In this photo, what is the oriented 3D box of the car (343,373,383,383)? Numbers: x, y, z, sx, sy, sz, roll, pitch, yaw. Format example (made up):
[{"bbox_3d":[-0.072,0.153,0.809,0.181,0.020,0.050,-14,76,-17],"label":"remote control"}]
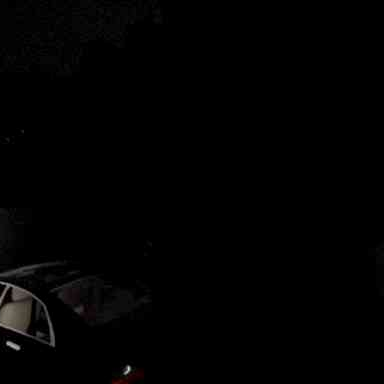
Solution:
[{"bbox_3d":[2.611,1.555,0.963,4.507,1.381,1.887,0,1,35],"label":"car"}]

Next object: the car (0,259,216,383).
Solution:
[{"bbox_3d":[-1.820,1.530,4.061,4.403,1.369,2.008,0,1,35],"label":"car"}]
